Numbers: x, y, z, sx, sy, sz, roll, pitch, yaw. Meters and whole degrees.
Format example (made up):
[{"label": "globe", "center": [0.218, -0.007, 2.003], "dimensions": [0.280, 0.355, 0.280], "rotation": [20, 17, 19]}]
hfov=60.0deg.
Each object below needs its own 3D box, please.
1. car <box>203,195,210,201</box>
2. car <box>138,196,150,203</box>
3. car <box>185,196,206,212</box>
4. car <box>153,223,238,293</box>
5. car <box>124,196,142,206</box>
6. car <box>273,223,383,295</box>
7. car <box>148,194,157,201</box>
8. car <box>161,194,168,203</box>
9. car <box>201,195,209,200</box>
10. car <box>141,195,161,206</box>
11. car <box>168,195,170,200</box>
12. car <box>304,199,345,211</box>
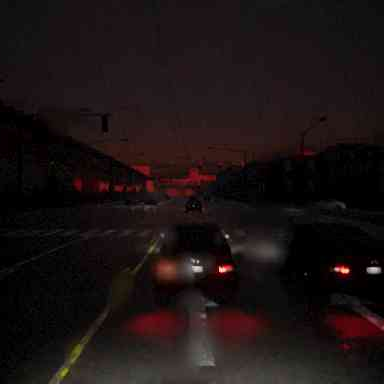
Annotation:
[{"label": "car", "center": [3.692, 1.575, 84.662], "dimensions": [2.128, 1.511, 4.902], "rotation": [0, 0, 0]}, {"label": "car", "center": [-10.337, 1.548, 71.818], "dimensions": [1.837, 1.490, 4.892], "rotation": [0, 0, 0]}, {"label": "car", "center": [0.188, 1.573, 38.795], "dimensions": [2.033, 1.411, 5.357], "rotation": [0, 0, 0]}, {"label": "car", "center": [0.089, 1.554, 9.004], "dimensions": [2.033, 1.411, 5.357], "rotation": [0, 0, 0]}, {"label": "car", "center": [-10.441, 1.516, 57.263], "dimensions": [1.882, 1.535, 5.008], "rotation": [0, 1, 0]}, {"label": "car", "center": [3.580, 1.553, 8.897], "dimensions": [2.033, 1.411, 5.357], "rotation": [0, 0, 2]}, {"label": "car", "center": [-10.302, 1.440, 87.437], "dimensions": [1.882, 1.535, 5.008], "rotation": [0, 0, 0]}, {"label": "car", "center": [-6.837, 1.643, 71.852], "dimensions": [1.895, 1.301, 4.718], "rotation": [0, 0, 0]}, {"label": "car", "center": [3.715, 1.538, 94.824], "dimensions": [2.128, 1.511, 4.902], "rotation": [0, 0, 0]}, {"label": "car", "center": [-6.942, 1.638, 57.055], "dimensions": [1.895, 1.301, 4.718], "rotation": [0, 0, 0]}, {"label": "car", "center": [-6.801, 1.426, 87.794], "dimensions": [1.882, 1.535, 5.008], "rotation": [0, 0, 0]}, {"label": "car", "center": [15.946, 1.553, 40.022], "dimensions": [4.674, 1.442, 1.812], "rotation": [0, 0, 2]}]
